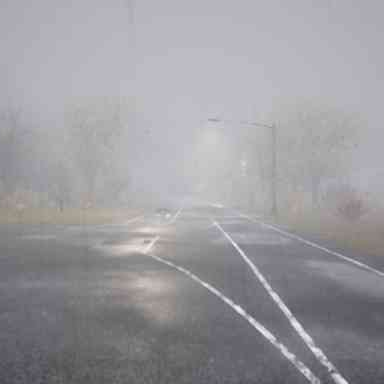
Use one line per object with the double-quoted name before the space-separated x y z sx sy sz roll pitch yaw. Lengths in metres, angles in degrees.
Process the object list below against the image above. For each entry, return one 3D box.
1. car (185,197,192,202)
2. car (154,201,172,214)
"car" -1.047 2.204 95.538 2.033 1.411 5.357 0 0 4
"car" -3.362 1.825 40.133 2.033 1.411 5.357 0 0 0
